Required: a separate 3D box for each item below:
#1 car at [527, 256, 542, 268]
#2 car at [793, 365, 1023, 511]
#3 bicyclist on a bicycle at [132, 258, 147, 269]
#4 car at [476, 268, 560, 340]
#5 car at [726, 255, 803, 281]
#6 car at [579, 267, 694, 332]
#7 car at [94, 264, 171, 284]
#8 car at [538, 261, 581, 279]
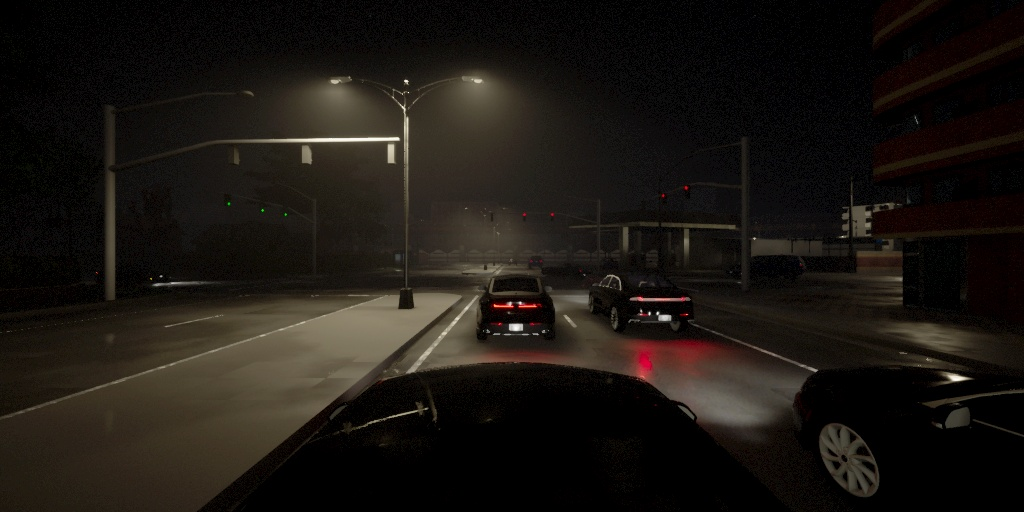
[{"bbox_3d":[3.720,0.970,57.506,2.150,2.045,5.566,0,0,0],"label":"car"},{"bbox_3d":[3.600,1.255,1.430,1.837,1.490,4.892,0,0,0],"label":"car"},{"bbox_3d":[-38.211,1.053,36.732,0.582,1.620,1.656,0,0,0],"label":"bicyclist on a bicycle"},{"bbox_3d":[0.100,1.255,9.984,1.837,1.490,4.892,0,0,0],"label":"car"},{"bbox_3d":[21.003,0.969,29.887,5.566,2.045,2.150,0,0,-1],"label":"car"},{"bbox_3d":[3.607,1.242,10.838,2.128,1.511,4.902,0,0,0],"label":"car"},{"bbox_3d":[-27.749,1.314,26.308,4.181,1.385,1.994,0,0,0],"label":"car"},{"bbox_3d":[4.945,1.351,33.155,1.895,1.301,4.718,0,0,-40],"label":"car"}]
